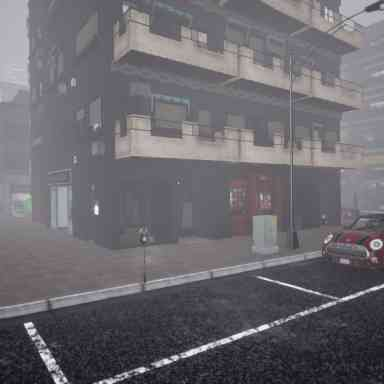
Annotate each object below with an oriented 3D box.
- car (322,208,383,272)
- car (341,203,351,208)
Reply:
[{"bbox_3d":[5.938,1.437,10.582,4.097,1.590,1.967,0,-1,-36],"label":"car"},{"bbox_3d":[12.976,1.589,30.285,1.994,1.385,4.181,-1,1,-36],"label":"car"}]
